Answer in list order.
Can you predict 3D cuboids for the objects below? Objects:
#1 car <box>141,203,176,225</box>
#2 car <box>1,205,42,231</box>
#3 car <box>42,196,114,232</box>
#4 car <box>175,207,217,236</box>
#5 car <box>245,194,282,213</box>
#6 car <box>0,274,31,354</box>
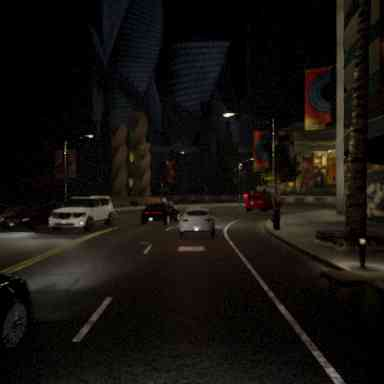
[{"bbox_3d":[-2.208,1.550,24.281,1.837,1.490,4.892,-1,0,12],"label":"car"},{"bbox_3d":[-9.967,1.564,21.150,1.812,1.442,4.674,0,0,7],"label":"car"},{"bbox_3d":[-6.621,1.259,20.651,2.150,2.045,5.566,0,0,6],"label":"car"},{"bbox_3d":[0.378,1.560,18.403,1.812,1.442,4.674,0,0,4],"label":"car"},{"bbox_3d":[8.177,1.292,37.781,2.150,2.045,5.566,-1,0,39],"label":"car"},{"bbox_3d":[-3.403,1.497,3.245,2.128,1.511,4.902,0,0,0],"label":"car"}]
